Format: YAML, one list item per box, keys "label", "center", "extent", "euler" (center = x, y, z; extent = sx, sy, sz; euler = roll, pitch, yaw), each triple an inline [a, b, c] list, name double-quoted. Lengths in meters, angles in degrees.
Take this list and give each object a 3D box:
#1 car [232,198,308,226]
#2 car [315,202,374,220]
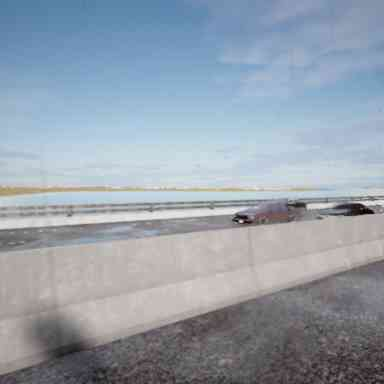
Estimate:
- label: "car"
  center: [5.024, 1.365, 21.532]
  extent: [5.357, 1.411, 2.033]
  euler: [0, 1, -38]
- label: "car"
  center: [9.583, 1.349, 20.646]
  extent: [4.674, 1.442, 1.812]
  euler: [0, 1, -38]
